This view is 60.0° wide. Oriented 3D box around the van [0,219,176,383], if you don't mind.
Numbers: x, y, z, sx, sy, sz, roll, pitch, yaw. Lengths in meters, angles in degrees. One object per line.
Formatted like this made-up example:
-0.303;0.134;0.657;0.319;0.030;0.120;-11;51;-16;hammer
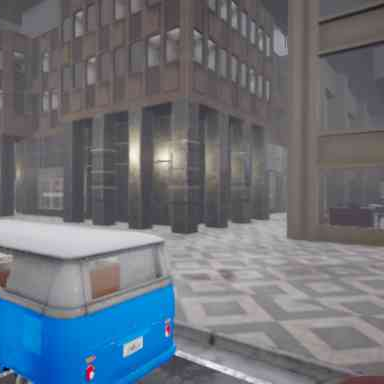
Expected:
-2.104;1.328;4.460;3.998;1.788;1.690;0;0;35;van

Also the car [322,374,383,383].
2.456;1.587;1.209;4.206;1.307;1.802;0;0;35;car
